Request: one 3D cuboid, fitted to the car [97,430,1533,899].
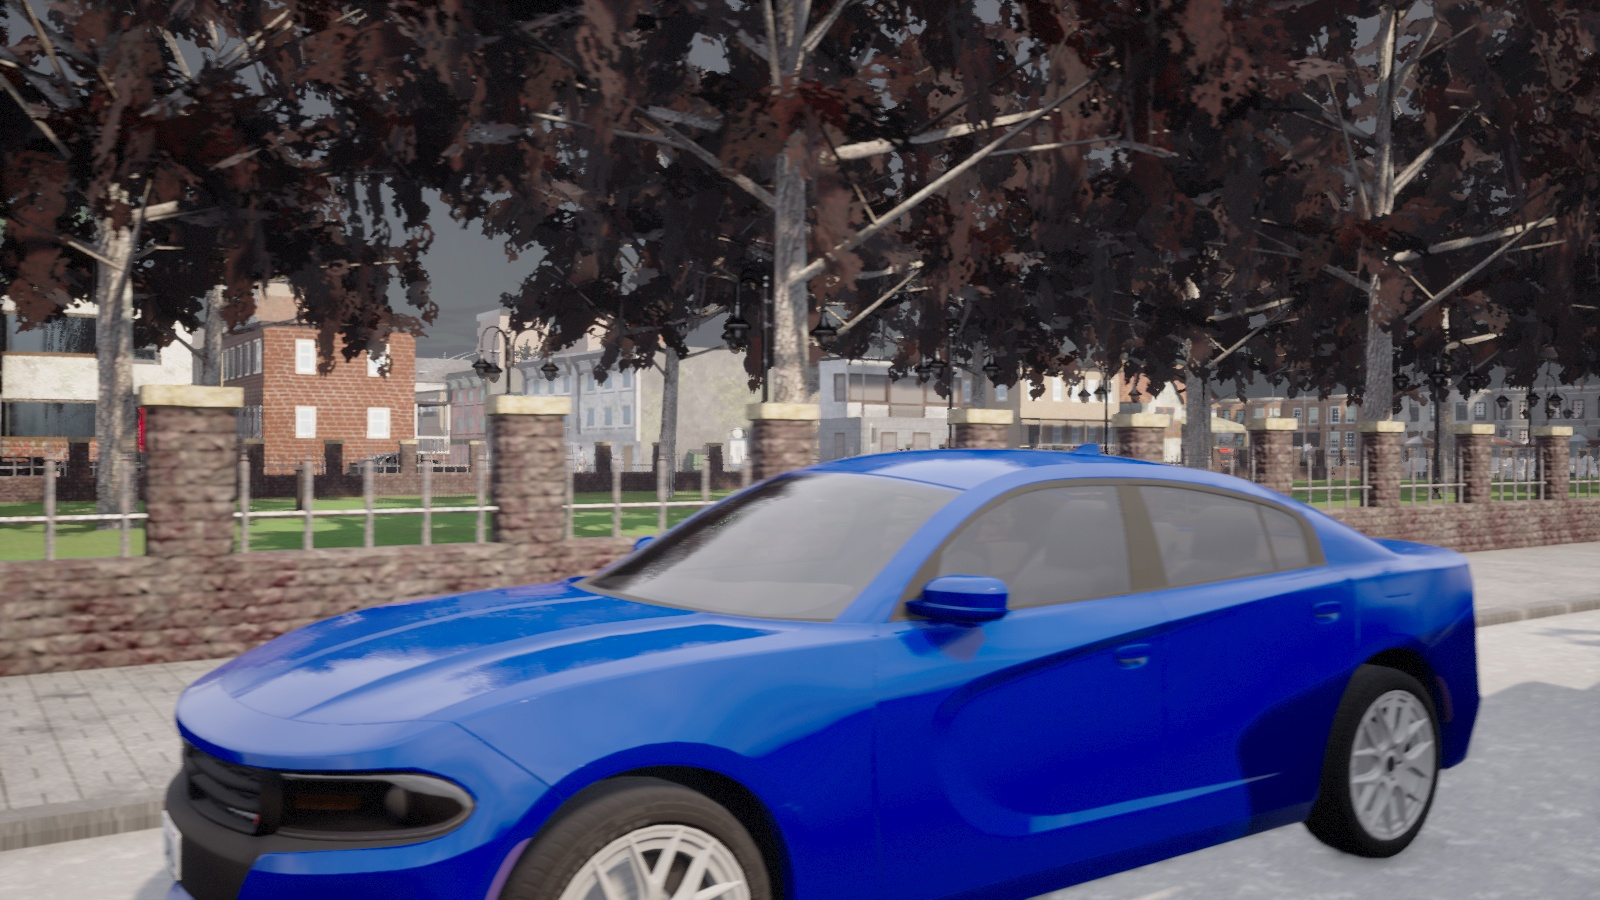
[{"bbox_3d":[0.411,0.733,4.539,5.008,1.535,1.882,0,0,-34],"label":"car"}]

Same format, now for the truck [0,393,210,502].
[{"bbox_3d":[-24.537,-0.080,42.374,7.936,3.462,2.891,0,0,-36],"label":"truck"}]

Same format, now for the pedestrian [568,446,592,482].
[{"bbox_3d":[-11.474,0.723,65.529,0.874,1.855,0.900,0,0,29],"label":"pedestrian"}]

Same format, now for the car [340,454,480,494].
[{"bbox_3d":[-15.161,0.904,48.909,4.892,1.490,1.837,0,0,-35],"label":"car"}]
